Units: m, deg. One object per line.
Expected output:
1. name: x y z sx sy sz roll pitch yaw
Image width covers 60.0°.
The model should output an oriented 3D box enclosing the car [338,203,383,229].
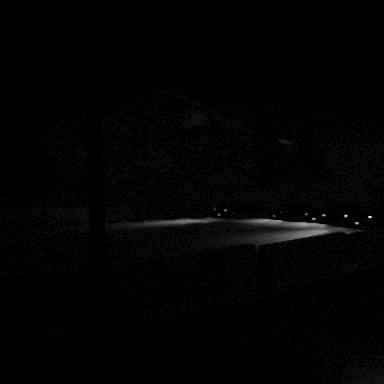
1. car: 11.448 1.499 20.731 4.718 1.301 1.895 -1 0 -35

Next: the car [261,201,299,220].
1. car: 8.495 1.433 27.217 5.357 1.411 2.033 -1 0 -35

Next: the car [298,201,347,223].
1. car: 10.527 1.432 24.367 5.357 1.411 2.033 -1 0 -35

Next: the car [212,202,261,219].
1. car: 4.006 1.515 28.325 4.718 1.301 1.895 -1 0 -35
